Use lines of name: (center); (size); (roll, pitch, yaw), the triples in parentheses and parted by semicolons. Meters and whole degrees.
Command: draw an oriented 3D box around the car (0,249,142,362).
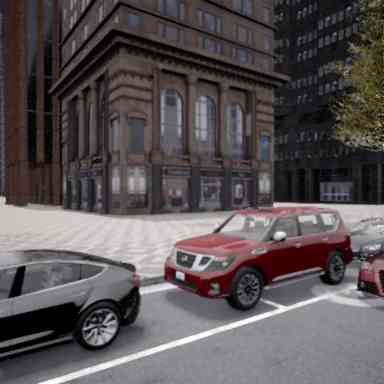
car: (-2.798, 1.566, 4.653); (4.313, 1.339, 1.947); (0, 0, -35)

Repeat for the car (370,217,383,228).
car: (6.449, 1.542, 11.242); (4.403, 1.369, 2.008); (0, 0, -35)

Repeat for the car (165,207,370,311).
car: (1.826, 1.310, 7.948); (5.009, 1.841, 2.192); (0, 0, -35)

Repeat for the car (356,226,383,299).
car: (5.457, 1.557, 7.264); (4.181, 1.385, 1.994); (0, 0, -35)
